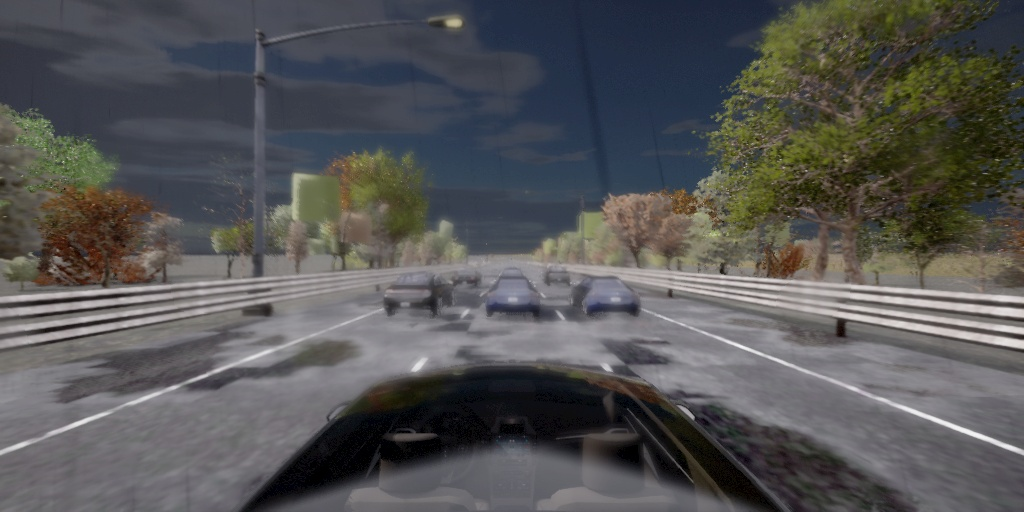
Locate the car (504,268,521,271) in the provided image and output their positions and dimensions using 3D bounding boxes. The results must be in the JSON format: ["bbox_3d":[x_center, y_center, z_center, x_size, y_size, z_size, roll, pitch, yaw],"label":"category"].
[{"bbox_3d":[0.031,1.619,26.921,2.033,1.411,5.357,0,-1,1],"label":"car"}]

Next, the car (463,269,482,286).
[{"bbox_3d":[-3.454,1.692,28.477,1.895,1.301,4.718,0,-1,1],"label":"car"}]

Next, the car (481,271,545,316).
[{"bbox_3d":[0.049,1.472,14.192,1.994,1.385,4.181,0,-1,0],"label":"car"}]

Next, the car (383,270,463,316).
[{"bbox_3d":[-3.452,1.398,14.073,2.128,1.511,4.902,0,-1,0],"label":"car"}]

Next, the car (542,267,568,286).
[{"bbox_3d":[3.550,1.591,29.077,2.128,1.511,4.902,0,-1,0],"label":"car"}]

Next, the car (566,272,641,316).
[{"bbox_3d":[3.548,1.473,14.221,1.994,1.385,4.181,0,-1,0],"label":"car"}]
